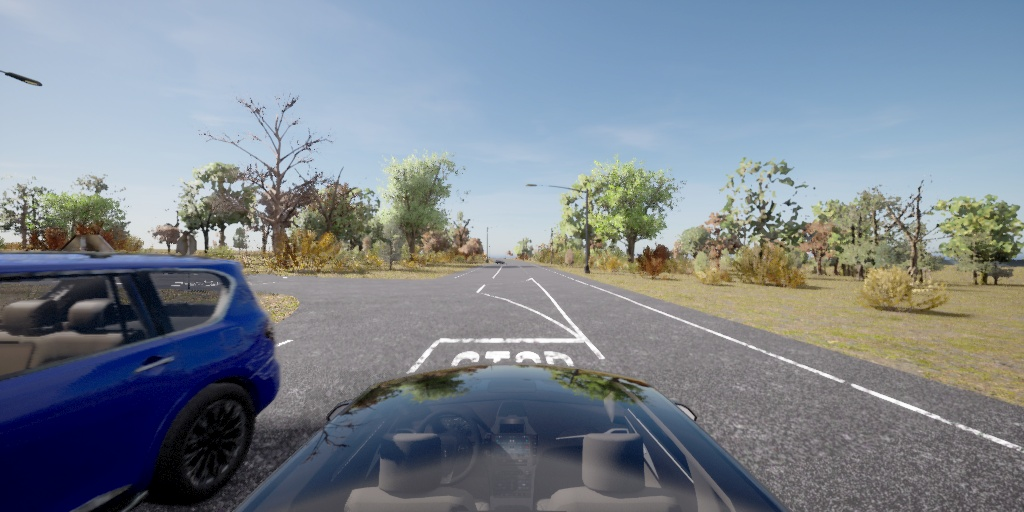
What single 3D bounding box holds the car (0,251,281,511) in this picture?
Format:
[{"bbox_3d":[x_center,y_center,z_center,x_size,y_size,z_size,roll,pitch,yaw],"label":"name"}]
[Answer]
[{"bbox_3d":[-3.505,0.984,1.460,2.150,2.045,5.566,0,0,0],"label":"car"}]
